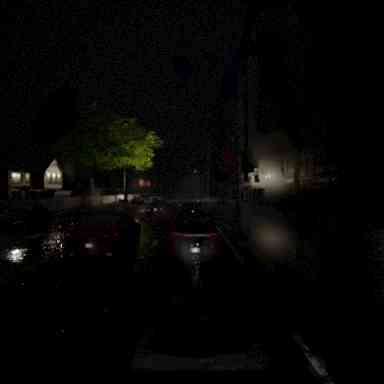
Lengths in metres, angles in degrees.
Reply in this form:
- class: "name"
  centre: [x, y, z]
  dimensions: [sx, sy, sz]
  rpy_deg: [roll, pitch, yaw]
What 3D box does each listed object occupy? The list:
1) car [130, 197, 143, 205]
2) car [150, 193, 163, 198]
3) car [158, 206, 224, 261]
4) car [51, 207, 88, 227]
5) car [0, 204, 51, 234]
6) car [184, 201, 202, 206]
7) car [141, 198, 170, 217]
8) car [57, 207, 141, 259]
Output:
- class: "car"
  centre: [-9.797, 1.581, 59.947]
  dimensions: [2.033, 1.411, 5.357]
  rpy_deg: [0, 0, 1]
- class: "car"
  centre: [-6.540, 1.254, 61.509]
  dimensions: [2.150, 2.045, 5.566]
  rpy_deg: [0, 0, 1]
- class: "car"
  centre: [0.094, 1.508, 12.289]
  dimensions: [2.128, 1.511, 4.902]
  rpy_deg: [0, 0, 0]
- class: "car"
  centre: [-6.603, 1.589, 20.360]
  dimensions: [1.994, 1.385, 4.181]
  rpy_deg: [0, 0, 0]
- class: "car"
  centre: [-9.854, 1.501, 19.514]
  dimensions: [1.882, 1.535, 5.008]
  rpy_deg: [0, 0, 0]
- class: "car"
  centre: [0.093, 1.635, 35.094]
  dimensions: [1.895, 1.301, 4.718]
  rpy_deg: [0, 0, 0]
- class: "car"
  centre: [-3.157, 1.581, 31.151]
  dimensions: [2.033, 1.411, 5.357]
  rpy_deg: [0, 0, 0]
- class: "car"
  centre: [-3.155, 1.494, 12.679]
  dimensions: [1.882, 1.535, 5.008]
  rpy_deg: [0, 0, 0]
